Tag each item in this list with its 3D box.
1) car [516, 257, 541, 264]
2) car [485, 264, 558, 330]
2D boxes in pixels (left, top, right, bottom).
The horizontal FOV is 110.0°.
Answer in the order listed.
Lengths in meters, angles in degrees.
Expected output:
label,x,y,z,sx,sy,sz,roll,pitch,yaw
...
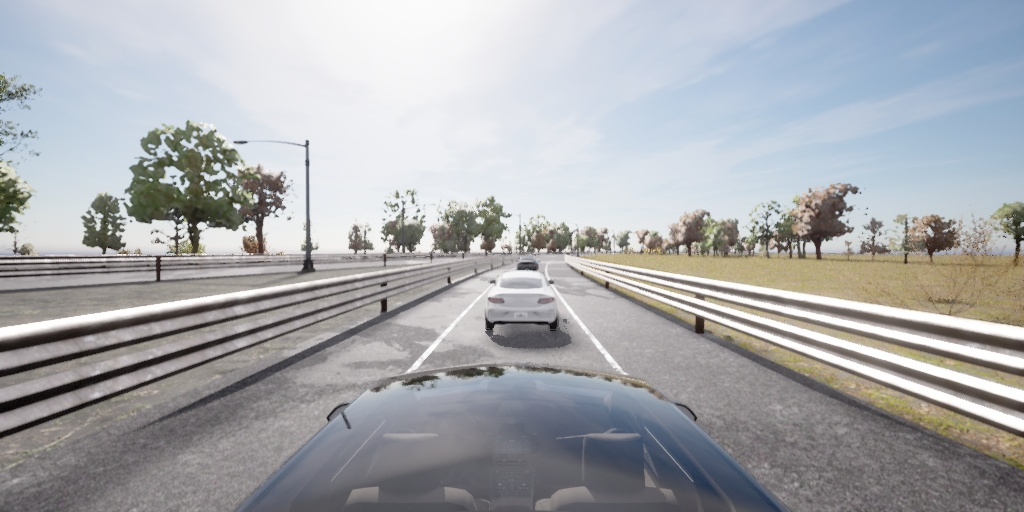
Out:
label,x,y,z,sx,sy,sz,roll,pitch,yaw
car,1.417,0.801,31.393,1.837,1.490,4.892,0,1,4
car,0.284,1.142,10.482,1.812,1.442,4.674,0,1,2
